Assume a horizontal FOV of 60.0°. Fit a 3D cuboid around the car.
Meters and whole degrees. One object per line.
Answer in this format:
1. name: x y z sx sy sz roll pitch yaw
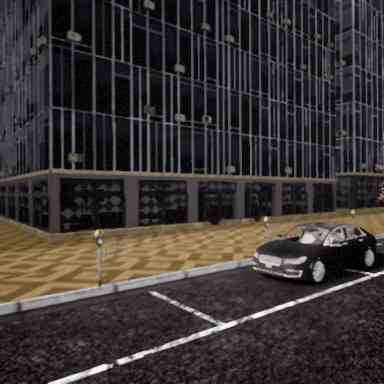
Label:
1. car: 3.601 1.540 9.410 4.403 1.369 2.008 0 0 -37
